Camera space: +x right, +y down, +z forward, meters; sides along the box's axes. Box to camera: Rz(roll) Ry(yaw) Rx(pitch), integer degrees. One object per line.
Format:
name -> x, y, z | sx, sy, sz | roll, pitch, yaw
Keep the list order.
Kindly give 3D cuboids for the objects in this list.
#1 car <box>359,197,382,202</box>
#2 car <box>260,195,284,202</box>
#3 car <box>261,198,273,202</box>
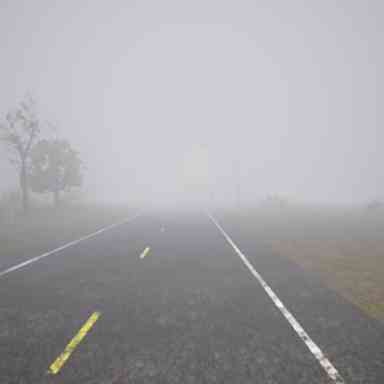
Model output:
car -> 40.977, 1.722, 76.630 | 4.718, 1.301, 1.895 | 0, 0, -2
car -> 18.252, 1.557, 75.966 | 4.892, 1.490, 1.837 | 0, 0, -2
car -> 17.232, 1.607, 68.921 | 5.357, 1.411, 2.033 | 0, 0, -2
